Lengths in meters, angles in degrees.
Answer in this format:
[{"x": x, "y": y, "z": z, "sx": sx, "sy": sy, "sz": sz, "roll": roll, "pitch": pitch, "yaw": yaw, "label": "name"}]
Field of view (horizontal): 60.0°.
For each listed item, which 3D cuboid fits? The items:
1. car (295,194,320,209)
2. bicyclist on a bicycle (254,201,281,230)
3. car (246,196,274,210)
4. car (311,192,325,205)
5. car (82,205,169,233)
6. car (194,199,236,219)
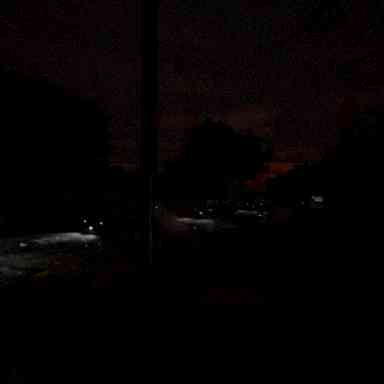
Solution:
[{"x": 14.073, "y": 1.276, "z": 41.048, "sx": 1.994, "sy": 1.385, "sz": 4.181, "roll": 1, "pitch": 0, "yaw": 29, "label": "car"}, {"x": 4.328, "y": 1.356, "z": 19.245, "sx": 1.656, "sy": 1.620, "sz": 0.582, "roll": -1, "pitch": 0, "yaw": 36, "label": "bicyclist on a bicycle"}, {"x": 7.378, "y": 1.206, "z": 35.660, "sx": 1.812, "sy": 1.442, "sz": 4.674, "roll": 1, "pitch": 1, "yaw": 31, "label": "car"}, {"x": 20.162, "y": 1.068, "z": 53.621, "sx": 2.150, "sy": 2.045, "sz": 5.566, "roll": 1, "pitch": -1, "yaw": 24, "label": "car"}, {"x": -3.634, "y": 1.451, "z": 19.320, "sx": 2.033, "sy": 1.411, "sz": 5.357, "roll": 1, "pitch": 1, "yaw": 37, "label": "car"}, {"x": 1.986, "y": 1.304, "z": 27.196, "sx": 1.812, "sy": 1.442, "sz": 4.674, "roll": 1, "pitch": 1, "yaw": 34, "label": "car"}]
